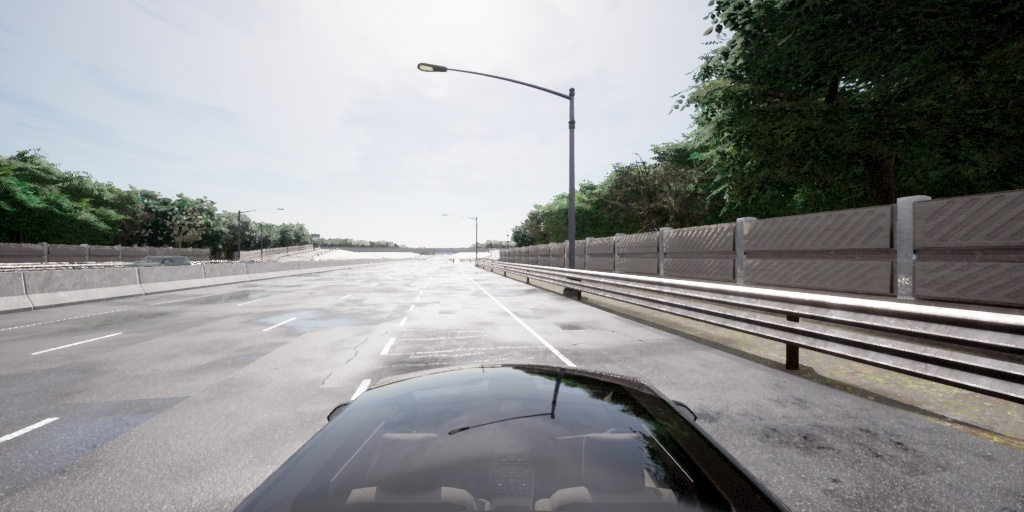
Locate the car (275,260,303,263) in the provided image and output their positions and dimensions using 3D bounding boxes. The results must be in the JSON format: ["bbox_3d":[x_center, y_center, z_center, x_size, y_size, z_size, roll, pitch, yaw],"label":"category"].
[{"bbox_3d":[-30.255,1.271,49.705,1.882,1.535,5.008,0,0,-10],"label":"car"}]

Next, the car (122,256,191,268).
[{"bbox_3d":[-30.322,0.988,30.823,2.150,2.045,5.566,0,0,-11],"label":"car"}]
